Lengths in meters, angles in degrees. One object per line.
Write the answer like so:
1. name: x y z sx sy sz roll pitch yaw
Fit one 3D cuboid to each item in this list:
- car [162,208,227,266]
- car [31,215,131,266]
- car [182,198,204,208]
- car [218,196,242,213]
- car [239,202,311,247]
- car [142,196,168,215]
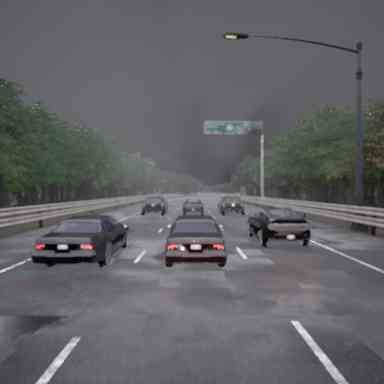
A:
1. car: 0.102 1.478 11.250 2.033 1.411 5.357 0 0 0
2. car: -3.398 1.478 11.246 2.033 1.411 5.357 0 0 0
3. car: 0.108 1.311 31.538 2.128 1.511 4.902 0 0 0
4. car: 3.608 1.173 31.285 2.097 1.767 4.553 0 0 0
5. car: 3.603 1.403 14.523 2.128 1.511 4.902 0 0 0
6. car: -3.392 1.173 31.280 2.097 1.767 4.553 0 0 0
